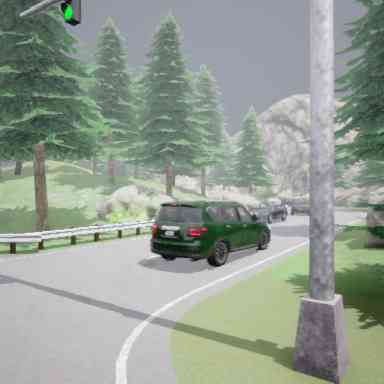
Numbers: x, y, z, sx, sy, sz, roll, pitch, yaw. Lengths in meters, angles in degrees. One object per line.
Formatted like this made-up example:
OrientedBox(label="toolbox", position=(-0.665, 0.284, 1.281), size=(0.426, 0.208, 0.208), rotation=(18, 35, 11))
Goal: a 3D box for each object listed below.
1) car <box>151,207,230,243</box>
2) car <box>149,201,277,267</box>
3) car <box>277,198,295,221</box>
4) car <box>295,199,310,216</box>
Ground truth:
OrientedBox(label="car", position=(0.052, 1.579, 16.969), size=(1.994, 1.385, 4.181), rotation=(0, 0, 35))
OrientedBox(label="car", position=(0.882, 1.352, 11.846), size=(2.150, 2.045, 5.566), rotation=(0, -1, 35))
OrientedBox(label="car", position=(5.713, 1.507, 25.145), size=(2.128, 1.511, 4.902), rotation=(0, 0, 35))
OrientedBox(label="car", position=(11.313, 1.520, 33.691), size=(1.837, 1.490, 4.892), rotation=(0, 0, 28))
